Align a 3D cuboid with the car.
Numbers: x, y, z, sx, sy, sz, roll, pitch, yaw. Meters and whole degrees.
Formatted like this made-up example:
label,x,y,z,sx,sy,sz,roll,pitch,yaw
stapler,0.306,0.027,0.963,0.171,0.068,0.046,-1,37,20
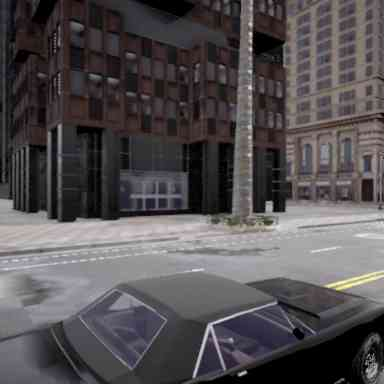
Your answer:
label,x,y,z,sx,sy,sz,roll,pitch,yaw
car,0.298,1.612,3.652,4.718,1.301,1.895,0,0,-35
